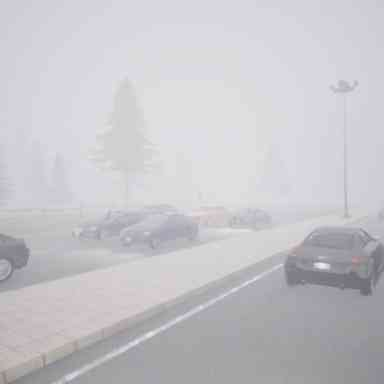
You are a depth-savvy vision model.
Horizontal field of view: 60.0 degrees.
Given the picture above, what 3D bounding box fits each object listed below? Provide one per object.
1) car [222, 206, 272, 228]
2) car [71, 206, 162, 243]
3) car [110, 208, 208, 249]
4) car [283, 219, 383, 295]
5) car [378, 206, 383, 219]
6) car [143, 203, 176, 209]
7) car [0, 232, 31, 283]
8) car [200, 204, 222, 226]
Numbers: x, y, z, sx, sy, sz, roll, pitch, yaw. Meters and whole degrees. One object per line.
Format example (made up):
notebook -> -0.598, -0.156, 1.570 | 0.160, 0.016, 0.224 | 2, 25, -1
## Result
car -> 4.203, 1.783, 23.948 | 1.994, 1.385, 4.181 | -1, -1, 34
car -> -4.136, 1.735, 17.916 | 2.128, 1.511, 4.902 | -1, -1, 34
car -> -1.355, 1.715, 15.777 | 1.812, 1.442, 4.674 | -1, -1, 34
car -> 4.012, 1.621, 9.081 | 1.994, 1.385, 4.181 | -1, -1, 34
car -> 17.144, 1.691, 28.354 | 1.994, 1.385, 4.181 | -1, -1, 36
car -> -2.938, 1.622, 25.785 | 1.837, 1.490, 4.892 | -1, -1, 34
car -> -6.539, 1.667, 8.102 | 1.837, 1.490, 4.892 | -1, -1, 34
car -> 1.419, 1.750, 26.078 | 1.882, 1.535, 5.008 | -1, -1, 35
